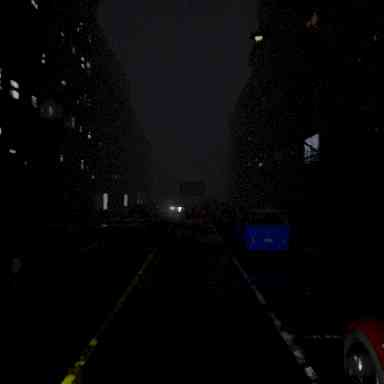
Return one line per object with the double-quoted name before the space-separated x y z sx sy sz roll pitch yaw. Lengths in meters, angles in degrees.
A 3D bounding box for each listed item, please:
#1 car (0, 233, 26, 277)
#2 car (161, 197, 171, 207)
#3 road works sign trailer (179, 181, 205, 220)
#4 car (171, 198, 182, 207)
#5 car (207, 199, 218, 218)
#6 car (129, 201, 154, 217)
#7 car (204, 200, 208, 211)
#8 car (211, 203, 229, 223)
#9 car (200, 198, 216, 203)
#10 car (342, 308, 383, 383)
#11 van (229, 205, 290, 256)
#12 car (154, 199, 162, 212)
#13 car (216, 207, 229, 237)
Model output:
"car" -5.688 1.626 7.894 1.887 1.381 4.507 0 -1 0
"car" -5.689 2.075 64.258 1.967 1.590 4.097 0 -1 0
"road works sign trailer" 0.000 0.782 31.579 2.380 3.560 2.880 0 -1 0
"car" -3.021 2.239 64.574 1.895 1.301 4.718 0 -1 1
"car" 2.692 1.747 30.437 1.967 1.590 4.097 0 -1 0
"car" -5.689 1.928 36.074 1.947 1.339 4.313 0 -1 0
"car" 2.692 1.913 36.072 2.008 1.369 4.403 0 -1 0
"car" 2.692 1.796 24.800 1.887 1.381 4.507 0 -1 0
"car" 2.693 1.788 47.347 2.192 1.841 5.009 0 -1 0
"car" 2.693 1.465 2.256 1.967 1.590 4.097 0 -1 0
"van" 2.693 1.479 13.530 1.690 1.788 3.998 0 -1 0
"car" -5.689 1.996 47.178 1.752 1.417 4.829 0 -1 0
"car" 2.692 1.761 19.163 1.947 1.339 4.313 0 -1 0
